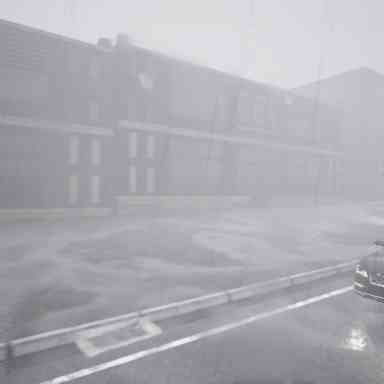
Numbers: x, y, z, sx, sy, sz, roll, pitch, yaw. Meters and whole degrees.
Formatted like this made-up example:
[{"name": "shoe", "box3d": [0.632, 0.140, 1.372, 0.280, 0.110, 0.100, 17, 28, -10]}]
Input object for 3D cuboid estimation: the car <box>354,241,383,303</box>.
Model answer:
[{"name": "car", "box3d": [5.460, 1.487, 7.270, 4.892, 1.490, 1.837, 0, 0, -35]}]
